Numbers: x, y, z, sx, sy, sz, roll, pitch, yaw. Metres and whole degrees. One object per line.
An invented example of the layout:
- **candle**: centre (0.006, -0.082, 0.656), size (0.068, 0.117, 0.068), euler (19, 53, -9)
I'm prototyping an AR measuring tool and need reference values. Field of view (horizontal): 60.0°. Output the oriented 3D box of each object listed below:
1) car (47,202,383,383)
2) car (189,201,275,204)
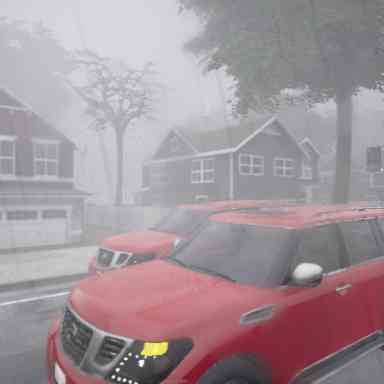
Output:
- **car**: centre (1.110, 1.239, 4.483), size (5.566, 2.045, 2.150), euler (0, 0, -36)
- **car**: centre (0.458, 1.257, 8.018), size (5.566, 2.045, 2.150), euler (0, 0, -36)
